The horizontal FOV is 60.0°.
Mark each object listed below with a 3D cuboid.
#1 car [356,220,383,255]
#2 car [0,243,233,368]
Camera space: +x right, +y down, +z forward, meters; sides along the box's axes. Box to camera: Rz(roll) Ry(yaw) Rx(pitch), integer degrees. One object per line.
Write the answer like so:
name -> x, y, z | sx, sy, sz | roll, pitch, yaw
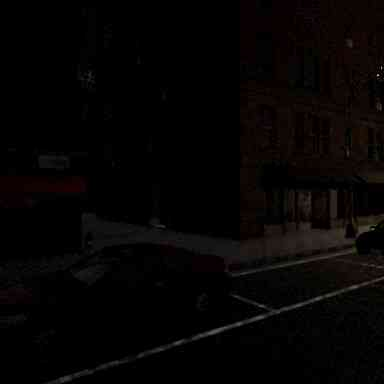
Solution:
car -> 7.781, 1.571, 12.131 | 4.313, 1.339, 1.947 | 0, 0, -36
car -> -1.156, 1.593, 5.714 | 4.206, 1.307, 1.802 | 0, 0, -36
